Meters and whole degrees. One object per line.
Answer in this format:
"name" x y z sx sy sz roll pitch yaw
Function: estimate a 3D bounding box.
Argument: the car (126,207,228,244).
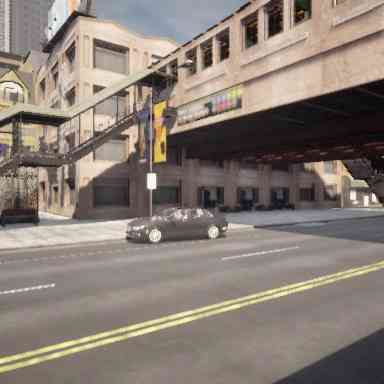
"car" -0.633 1.464 15.707 4.892 1.521 2.231 0 0 -26
